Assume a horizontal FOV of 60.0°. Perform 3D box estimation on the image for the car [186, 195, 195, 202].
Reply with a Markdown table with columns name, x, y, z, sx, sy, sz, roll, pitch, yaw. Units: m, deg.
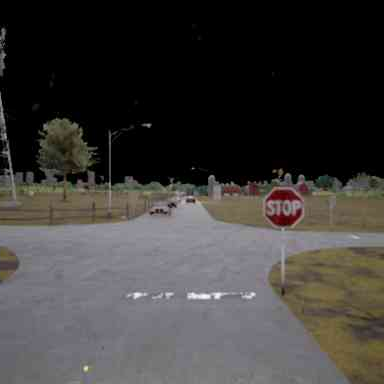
| name | x | y | z | sx | sy | sz | roll | pitch | yaw |
| --- | --- | --- | --- | --- | --- | --- | --- | --- | --- |
| car | -0.260 | 1.419 | 73.891 | 1.994 | 1.385 | 4.181 | 0 | 0 | 0 |

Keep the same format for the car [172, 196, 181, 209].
| name | x | y | z | sx | sy | sz | roll | pitch | yaw |
| --- | --- | --- | --- | --- | --- | --- | --- | --- | --- |
| car | -2.991 | 1.605 | 46.388 | 1.895 | 1.301 | 4.718 | 0 | 0 | 0 |

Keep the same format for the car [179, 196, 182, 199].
| name | x | y | z | sx | sy | sz | roll | pitch | yaw |
| --- | --- | --- | --- | --- | --- | --- | --- | --- | --- |
| car | -2.990 | 1.510 | 62.415 | 2.128 | 1.511 | 4.902 | 0 | 0 | 0 |

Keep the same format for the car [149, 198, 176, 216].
| name | x | y | z | sx | sy | sz | roll | pitch | yaw |
| --- | --- | --- | --- | --- | --- | --- | --- | --- | --- |
| car | -2.947 | 1.564 | 32.163 | 1.994 | 1.385 | 4.181 | 0 | 0 | 0 |

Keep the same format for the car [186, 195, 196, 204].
| name | x | y | z | sx | sy | sz | roll | pitch | yaw |
| --- | --- | --- | --- | --- | --- | --- | --- | --- | --- |
| car | -0.223 | 1.497 | 63.464 | 1.882 | 1.535 | 5.008 | 0 | 0 | 0 |
